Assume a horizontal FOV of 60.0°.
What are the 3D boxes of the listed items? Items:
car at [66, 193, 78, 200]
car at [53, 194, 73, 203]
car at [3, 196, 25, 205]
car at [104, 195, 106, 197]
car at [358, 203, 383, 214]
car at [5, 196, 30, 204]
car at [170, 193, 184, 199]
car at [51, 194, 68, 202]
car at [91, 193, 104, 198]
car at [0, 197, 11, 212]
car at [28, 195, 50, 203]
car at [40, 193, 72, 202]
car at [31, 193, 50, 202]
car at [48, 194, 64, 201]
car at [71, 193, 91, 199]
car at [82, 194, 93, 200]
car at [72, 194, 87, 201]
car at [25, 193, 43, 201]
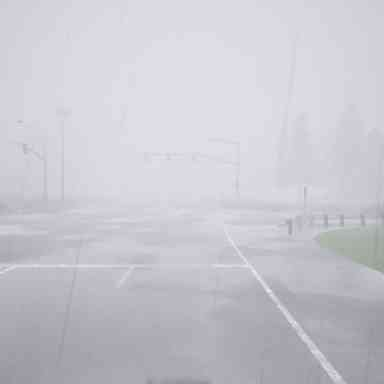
[{"bbox_3d":[-29.149,1.032,80.762,2.097,1.767,4.553,0,0,-10],"label":"car"},{"bbox_3d":[-24.620,1.227,63.803,1.882,1.535,5.008,0,0,0],"label":"car"},{"bbox_3d":[-28.165,1.353,50.655,2.033,1.411,5.357,0,0,1],"label":"car"},{"bbox_3d":[-22.219,1.196,81.751,1.812,1.442,4.674,0,0,-10],"label":"car"},{"bbox_3d":[17.364,1.389,29.344,4.902,1.511,2.128,0,0,8],"label":"car"},{"bbox_3d":[-31.613,1.365,60.392,1.895,1.301,4.718,0,0,0],"label":"car"},{"bbox_3d":[-3.923,0.970,95.195,2.097,1.767,4.553,0,0,-18],"label":"car"},{"bbox_3d":[-28.160,1.219,70.908,1.837,1.490,4.892,0,0,0],"label":"car"},{"bbox_3d":[-21.174,1.071,71.613,2.097,1.767,4.553,0,0,0],"label":"car"},{"bbox_3d":[-21.155,1.478,34.331,1.895,1.301,4.718,0,0,0],"label":"car"},{"bbox_3d":[-28.123,1.264,61.426,1.837,1.490,4.892,0,0,0],"label":"car"},{"bbox_3d":[-21.174,1.347,52.072,2.033,1.411,5.357,0,0,0],"label":"car"},{"bbox_3d":[-31.641,1.079,69.596,2.097,1.767,4.553,0,0,0],"label":"car"},{"bbox_3d":[-32.514,1.206,79.588,2.128,1.511,4.902,0,0,-7],"label":"car"},{"bbox_3d":[-21.141,1.232,62.539,1.882,1.535,5.008,0,0,1],"label":"car"},{"bbox_3d":[-26.204,1.204,83.686,2.033,1.411,5.357,0,0,-10],"label":"car"},{"bbox_3d":[-24.758,1.186,73.460,1.882,1.535,5.008,0,0,-3],"label":"car"},{"bbox_3d":[-24.668,1.285,53.664,2.128,1.511,4.902,0,0,0],"label":"car"}]
